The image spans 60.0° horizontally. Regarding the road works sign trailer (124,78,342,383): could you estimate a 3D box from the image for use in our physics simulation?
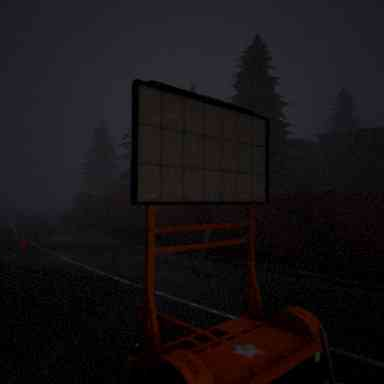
[{"bbox_3d":[0.091,0.563,4.409,2.380,3.560,2.880,2,-2,-43],"label":"road works sign trailer"}]

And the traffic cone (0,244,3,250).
[{"bbox_3d":[-8.337,2.175,14.300,0.340,0.580,0.340,2,-2,-43],"label":"traffic cone"}]

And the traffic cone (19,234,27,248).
[{"bbox_3d":[-7.601,2.196,14.976,0.340,0.580,0.340,2,-2,-43],"label":"traffic cone"}]
